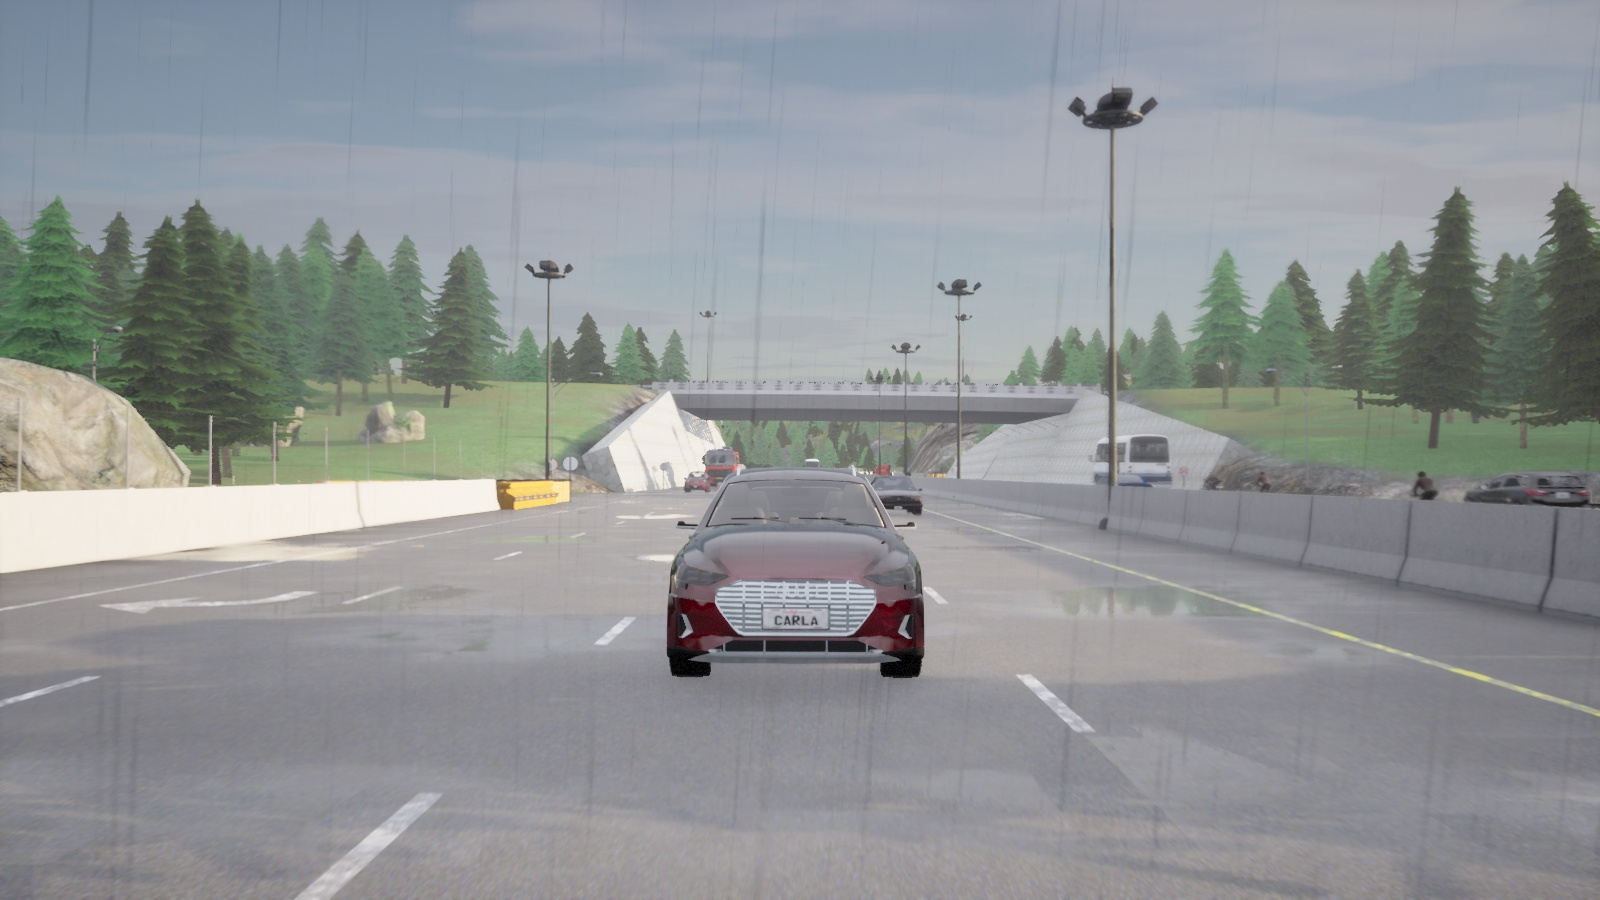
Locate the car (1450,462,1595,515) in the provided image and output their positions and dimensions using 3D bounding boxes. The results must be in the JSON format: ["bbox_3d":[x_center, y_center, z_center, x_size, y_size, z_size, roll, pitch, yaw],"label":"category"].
[{"bbox_3d":[24.396,1.275,42.645,2.242,1.667,4.611,0,-1,0],"label":"car"}]

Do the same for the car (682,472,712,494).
[{"bbox_3d":[-7.214,2.337,88.409,1.845,1.501,3.633,0,-1,0],"label":"car"}]

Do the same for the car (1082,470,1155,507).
[{"bbox_3d":[13.867,1.656,54.924,1.882,1.535,5.008,0,-1,0],"label":"car"}]

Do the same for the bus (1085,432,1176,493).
[{"bbox_3d":[24.269,0.897,92.923,3.944,4.253,10.273,0,-1,0],"label":"bus"}]

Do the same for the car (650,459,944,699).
[{"bbox_3d":[-0.027,0.931,11.122,2.033,1.649,4.856,0,-1,0],"label":"car"}]

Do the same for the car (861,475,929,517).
[{"bbox_3d":[3.389,1.613,45.699,2.033,1.411,5.357,0,-1,0],"label":"car"}]
